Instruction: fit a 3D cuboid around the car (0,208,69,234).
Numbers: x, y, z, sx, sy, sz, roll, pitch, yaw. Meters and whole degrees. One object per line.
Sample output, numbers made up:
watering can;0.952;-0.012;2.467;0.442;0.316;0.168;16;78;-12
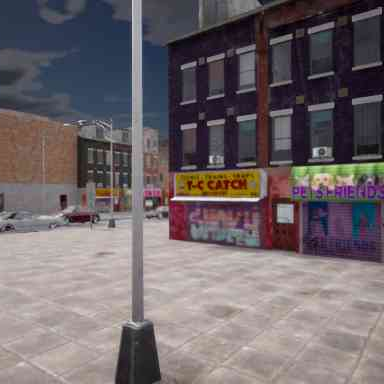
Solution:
car;-10.408;1.859;20.565;1.895;1.301;4.718;0;-1;35

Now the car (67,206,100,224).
car;-9.511;1.827;26.737;1.967;1.590;4.097;-2;-2;36

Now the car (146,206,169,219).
car;-3.085;2.173;35.528;2.008;1.369;4.403;-2;-2;36
